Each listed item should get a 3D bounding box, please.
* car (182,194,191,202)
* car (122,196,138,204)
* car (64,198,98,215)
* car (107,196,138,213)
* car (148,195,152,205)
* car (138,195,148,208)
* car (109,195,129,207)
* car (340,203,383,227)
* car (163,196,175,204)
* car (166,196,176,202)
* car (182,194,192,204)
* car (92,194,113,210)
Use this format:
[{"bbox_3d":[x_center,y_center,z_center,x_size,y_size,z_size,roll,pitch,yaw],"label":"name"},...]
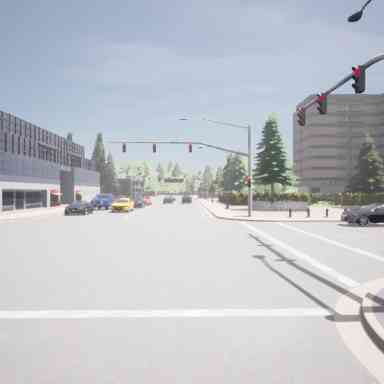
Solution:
[{"bbox_3d":[-1.232,1.355,74.964,2.097,1.767,4.553,0,0,-1],"label":"car"},{"bbox_3d":[-11.611,1.491,62.922,2.128,1.511,4.902,0,0,0],"label":"car"},{"bbox_3d":[-11.251,1.564,33.411,1.994,1.385,4.181,0,0,-1],"label":"car"},{"bbox_3d":[-7.816,1.478,37.804,1.882,1.535,5.008,0,0,-1],"label":"car"},{"bbox_3d":[-8.065,1.352,57.155,2.097,1.767,4.553,0,0,-1],"label":"car"},{"bbox_3d":[-7.941,1.352,47.040,2.097,1.767,4.553,0,0,-1],"label":"car"},{"bbox_3d":[-11.512,1.352,52.664,2.097,1.767,4.553,0,0,-1],"label":"car"},{"bbox_3d":[12.497,1.492,22.183,4.902,1.511,2.128,0,0,-1],"label":"car"},{"bbox_3d":[-4.590,1.547,64.574,2.033,1.411,5.357,0,0,-1],"label":"car"},{"bbox_3d":[-4.738,1.509,75.209,1.895,1.301,4.718,0,0,-1],"label":"car"},{"bbox_3d":[-0.993,1.505,64.899,1.837,1.490,4.892,0,0,-1],"label":"car"},{"bbox_3d":[-11.386,1.221,42.764,2.150,2.045,5.566,0,0,-1],"label":"car"}]
